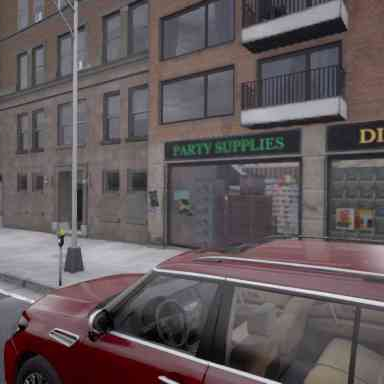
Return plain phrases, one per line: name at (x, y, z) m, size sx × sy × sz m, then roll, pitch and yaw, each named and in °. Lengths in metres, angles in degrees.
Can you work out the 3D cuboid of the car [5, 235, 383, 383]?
car at (0.547, 1.315, 2.676) m, size 5.009 × 1.841 × 2.192 m, roll 0°, pitch 1°, yaw 35°
